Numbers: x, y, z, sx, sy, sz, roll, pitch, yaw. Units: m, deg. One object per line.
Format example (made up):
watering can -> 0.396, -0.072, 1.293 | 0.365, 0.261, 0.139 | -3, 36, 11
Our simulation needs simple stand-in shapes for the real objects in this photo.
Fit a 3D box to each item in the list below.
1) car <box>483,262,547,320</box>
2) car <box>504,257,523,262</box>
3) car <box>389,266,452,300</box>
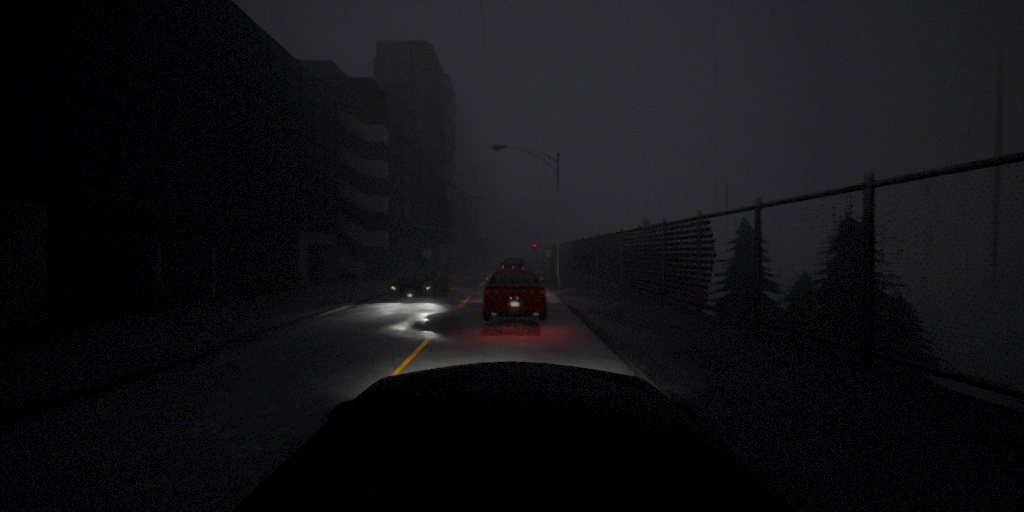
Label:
car -> 0.088, 1.146, 12.259 | 1.882, 1.535, 5.008 | 0, 0, 0
car -> 0.097, 0.890, 29.242 | 2.097, 1.767, 4.553 | 0, 0, 0
car -> -4.102, 1.180, 17.049 | 2.033, 1.411, 5.357 | 0, 0, 0
